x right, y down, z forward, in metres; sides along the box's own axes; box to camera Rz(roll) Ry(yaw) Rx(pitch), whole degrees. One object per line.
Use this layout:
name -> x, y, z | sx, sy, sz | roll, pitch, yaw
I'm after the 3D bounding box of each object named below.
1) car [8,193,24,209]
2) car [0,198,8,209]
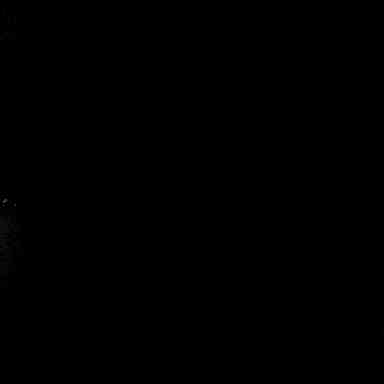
car -> -16.383, 1.028, 35.414 | 1.837, 1.490, 4.892 | -1, 0, 34
car -> -19.207, 0.927, 37.045 | 2.097, 1.767, 4.553 | -1, 0, 34
